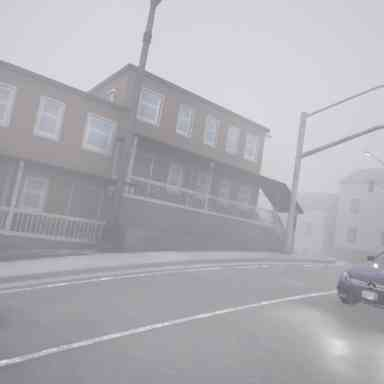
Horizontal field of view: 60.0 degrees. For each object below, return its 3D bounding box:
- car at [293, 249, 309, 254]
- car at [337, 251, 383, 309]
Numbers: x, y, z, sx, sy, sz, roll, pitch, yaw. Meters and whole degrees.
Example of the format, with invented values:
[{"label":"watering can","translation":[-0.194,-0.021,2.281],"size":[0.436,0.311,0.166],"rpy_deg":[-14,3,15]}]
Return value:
[{"label":"car","translation":[8.832,5.851,30.371],"size":[2.128,1.511,4.902],"rpy_deg":[13,-16,-34]},{"label":"car","translation":[5.352,2.025,7.816],"size":[4.674,1.442,1.812],"rpy_deg":[8,-5,-35]}]
